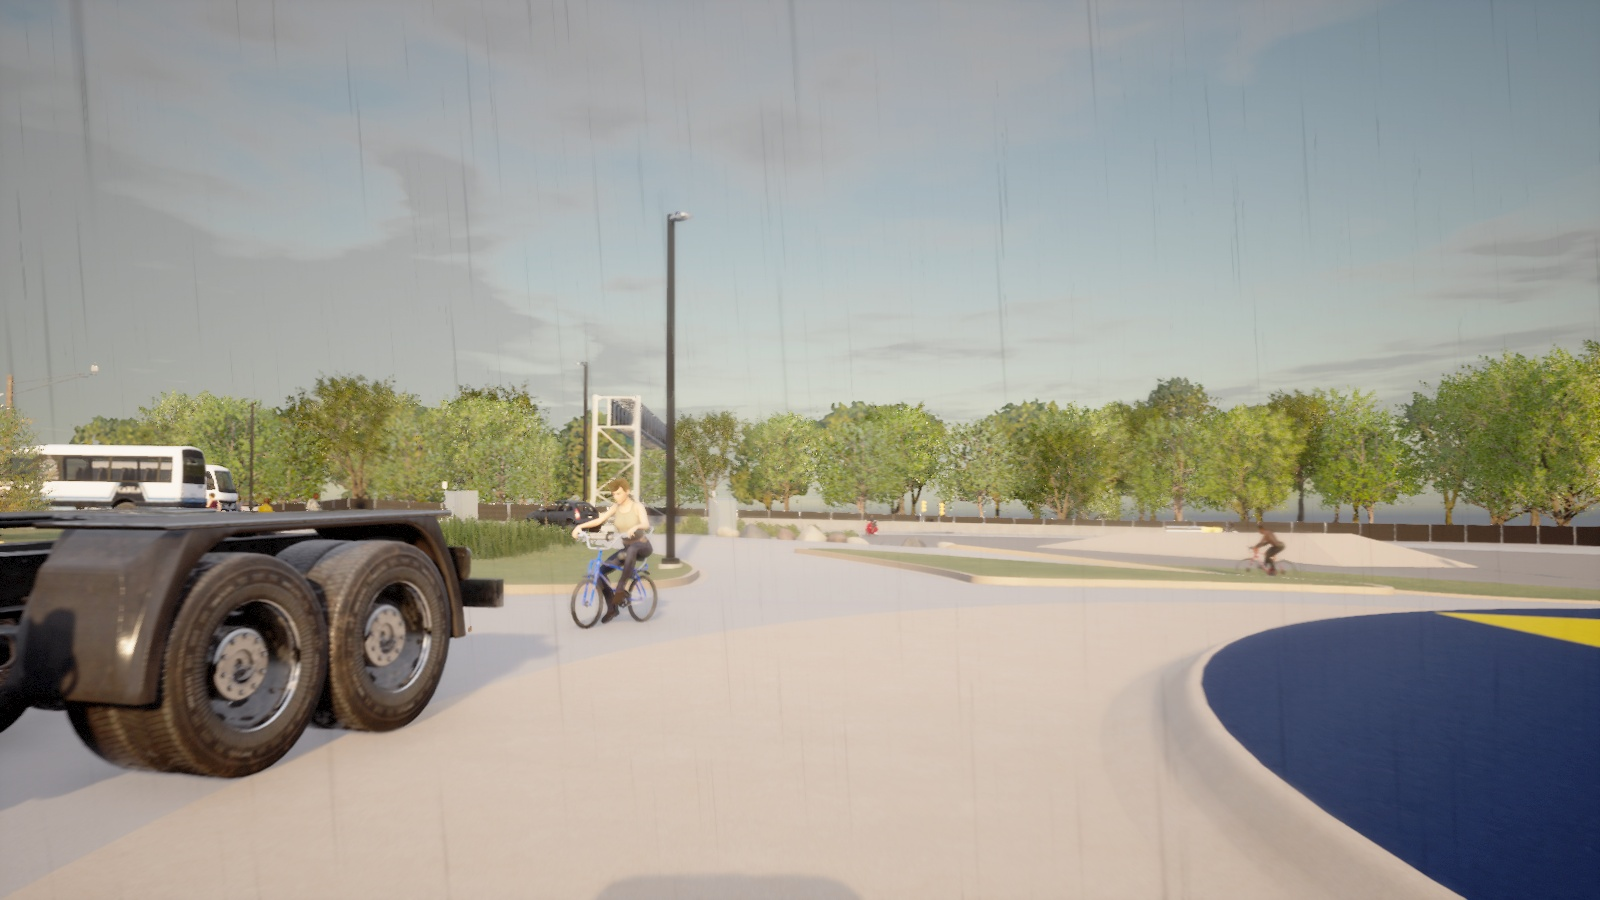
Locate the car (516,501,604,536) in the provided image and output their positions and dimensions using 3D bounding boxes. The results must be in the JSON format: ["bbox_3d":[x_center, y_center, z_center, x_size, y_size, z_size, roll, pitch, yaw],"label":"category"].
[{"bbox_3d":[-11.471,3.273,60.041,3.988,1.617,1.851,-1,-3,35],"label":"car"}]

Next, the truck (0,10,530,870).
[{"bbox_3d":[-4.570,-0.023,5.567,2.891,3.462,7.936,-1,-1,19],"label":"truck"}]

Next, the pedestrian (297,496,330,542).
[{"bbox_3d":[-19.940,2.829,51.486,0.900,1.855,0.874,-1,-3,8],"label":"pedestrian"}]

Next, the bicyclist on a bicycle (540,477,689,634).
[{"bbox_3d":[-2.015,1.133,13.806,0.866,1.612,1.509,-2,-3,30],"label":"bicyclist on a bicycle"}]

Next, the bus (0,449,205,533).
[{"bbox_3d":[-37.653,2.198,66.460,10.273,4.253,3.944,0,-3,-2],"label":"bus"}]

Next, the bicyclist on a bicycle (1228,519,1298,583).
[{"bbox_3d":[12.692,2.764,34.436,1.656,1.620,0.582,0,-5,41],"label":"bicyclist on a bicycle"}]
